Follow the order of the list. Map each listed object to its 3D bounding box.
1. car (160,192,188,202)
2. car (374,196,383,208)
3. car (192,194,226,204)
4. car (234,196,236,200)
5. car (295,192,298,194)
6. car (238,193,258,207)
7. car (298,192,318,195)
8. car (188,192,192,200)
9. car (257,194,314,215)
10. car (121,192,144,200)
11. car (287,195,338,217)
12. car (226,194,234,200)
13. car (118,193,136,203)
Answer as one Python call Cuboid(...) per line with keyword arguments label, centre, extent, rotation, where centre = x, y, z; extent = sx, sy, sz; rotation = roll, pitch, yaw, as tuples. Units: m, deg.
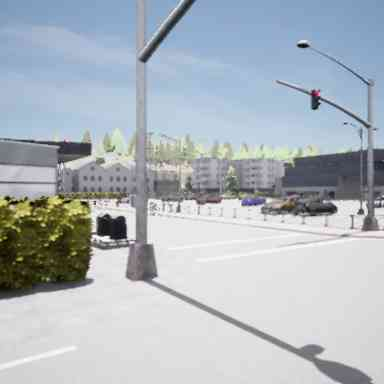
Cuboid(label="car", centre=(-3.762, 1.020, 64.514), extent=(4.605, 1.855, 1.932), rotation=(0, 0, -35))
Cuboid(label="car", centre=(24.359, 1.281, 42.146), extent=(3.806, 1.475, 1.970), rotation=(0, 0, -35))
Cuboid(label="car", centre=(2.790, 1.222, 53.896), extent=(4.514, 1.523, 2.007), rotation=(0, 0, -35))
Cuboid(label="car", centre=(12.285, 1.035, 71.898), extent=(5.027, 1.636, 2.152), rotation=(0, 0, -35))
Cuboid(label="car", centre=(19.613, 0.958, 61.411), extent=(3.866, 1.878, 1.905), rotation=(0, 0, -35))
Cuboid(label="car", centre=(8.479, 1.243, 45.681), extent=(3.633, 1.501, 1.845), rotation=(0, 0, -35))
Cuboid(label="car", centre=(21.616, 0.977, 59.265), extent=(4.605, 1.855, 1.932), rotation=(0, 0, -35))
Cuboid(label="car", centre=(0.468, 1.197, 75.938), extent=(4.514, 1.523, 2.007), rotation=(0, 0, -35))
Cuboid(label="car", centre=(8.974, 1.272, 31.575), extent=(5.027, 1.636, 2.152), rotation=(0, 0, -35))
Cuboid(label="car", centre=(-15.658, 0.949, 87.775), extent=(5.566, 2.045, 2.150), rotation=(0, 0, -35))
Cuboid(label="car", centre=(10.814, 1.280, 29.034), extent=(4.514, 1.523, 2.007), rotation=(0, 0, -35))
Cuboid(label="car", centre=(8.344, 1.114, 76.973), extent=(3.806, 1.475, 1.970), rotation=(0, 0, -35))
Cuboid(label="car", centre=(-10.690, 1.304, 59.626), extent=(3.806, 1.475, 1.970), rotation=(0, 0, -35))
